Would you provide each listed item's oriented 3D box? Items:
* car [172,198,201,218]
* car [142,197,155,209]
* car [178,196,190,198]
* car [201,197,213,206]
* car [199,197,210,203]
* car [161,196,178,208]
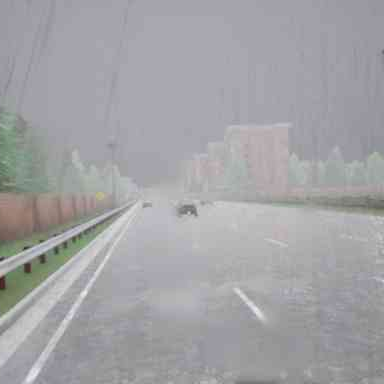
[{"bbox_3d":[-0.631,1.685,33.237,1.837,1.490,4.892,-2,0,-8],"label":"car"},{"bbox_3d":[-7.652,2.110,58.072,1.812,1.442,4.674,-2,0,-8],"label":"car"},{"bbox_3d":[-0.926,1.845,60.450,1.812,1.442,4.674,-2,0,-8],"label":"car"},{"bbox_3d":[2.574,1.741,60.703,1.994,1.385,4.181,-2,0,-8],"label":"car"},{"bbox_3d":[3.086,1.850,81.948,1.895,1.301,4.718,-2,0,-8],"label":"car"},{"bbox_3d":[-4.307,1.674,59.305,2.150,2.045,5.566,-2,0,-8],"label":"car"}]
